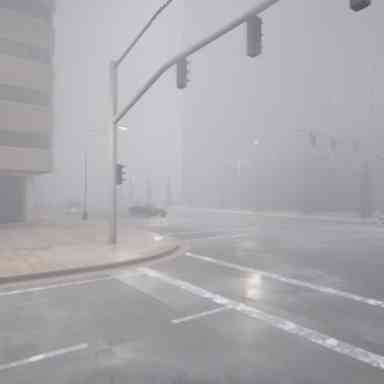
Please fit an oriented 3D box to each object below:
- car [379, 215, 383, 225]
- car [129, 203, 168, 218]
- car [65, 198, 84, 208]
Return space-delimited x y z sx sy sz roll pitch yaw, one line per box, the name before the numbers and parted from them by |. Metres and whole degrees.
car | 14.770 1.690 21.618 4.674 1.442 1.812 0 2 7
car | -4.225 1.752 31.732 1.895 1.301 4.718 0 0 -36
car | -17.616 1.628 50.190 1.882 1.535 5.008 0 -1 -36
